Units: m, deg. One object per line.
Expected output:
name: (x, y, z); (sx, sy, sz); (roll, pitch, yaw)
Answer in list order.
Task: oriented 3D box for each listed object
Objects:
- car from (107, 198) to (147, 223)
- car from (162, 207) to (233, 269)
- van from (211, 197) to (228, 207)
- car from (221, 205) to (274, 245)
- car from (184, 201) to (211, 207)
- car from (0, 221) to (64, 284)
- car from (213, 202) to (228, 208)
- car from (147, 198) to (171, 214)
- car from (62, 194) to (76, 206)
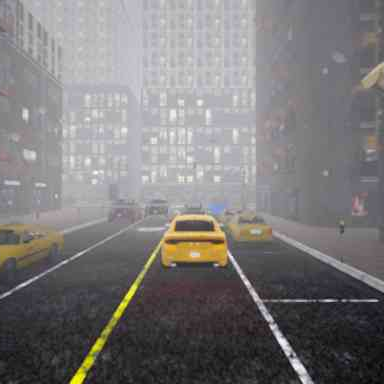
car: (-5.307, 1.399, 26.798); (2.192, 1.841, 5.009); (0, 0, 0)
car: (0.083, 1.512, 11.318); (1.882, 1.535, 5.008); (0, 0, 0)
van: (2.573, 1.444, 32.437); (1.690, 1.788, 3.998); (0, 0, 0)
car: (2.571, 1.573, 15.686); (1.752, 1.417, 4.829); (0, 0, 0)
car: (0.102, 1.575, 26.559); (2.128, 1.511, 4.902); (0, 0, 0)
car: (-5.310, 1.554, 9.706); (1.752, 1.417, 4.829); (0, 0, 0)
car: (2.571, 1.591, 21.326); (1.752, 1.417, 4.829); (0, 0, 0)
car: (-2.747, 1.218, 27.470); (1.882, 1.535, 5.008); (0, 0, 0)
car: (-20.868, 1.270, 52.417); (5.009, 1.841, 2.192); (1, -1, 0)
